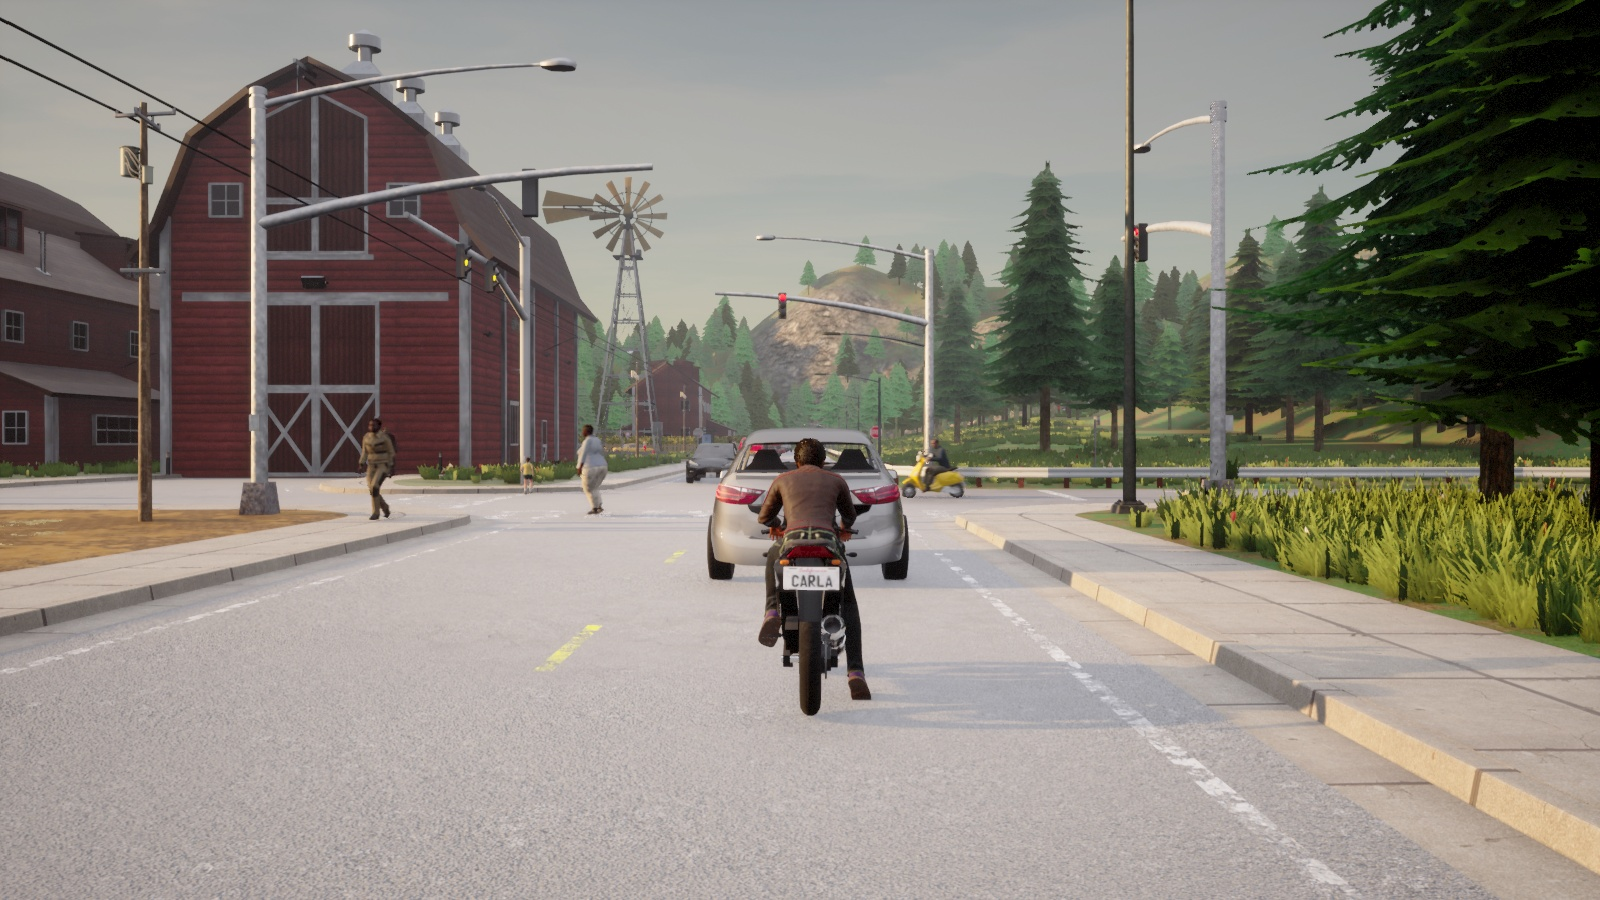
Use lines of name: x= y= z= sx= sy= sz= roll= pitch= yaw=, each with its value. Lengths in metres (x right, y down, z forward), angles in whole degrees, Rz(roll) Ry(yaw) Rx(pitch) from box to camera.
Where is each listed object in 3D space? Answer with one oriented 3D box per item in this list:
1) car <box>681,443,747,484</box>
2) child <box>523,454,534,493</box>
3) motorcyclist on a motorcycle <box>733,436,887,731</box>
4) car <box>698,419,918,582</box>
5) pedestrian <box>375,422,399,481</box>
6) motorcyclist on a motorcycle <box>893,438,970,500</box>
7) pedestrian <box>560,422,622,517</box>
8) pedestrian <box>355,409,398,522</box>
car: x=-3.211 y=0.473 z=47.878 sx=2.163 sy=1.488 sz=4.792 roll=0 pitch=0 yaw=0
child: x=-7.807 y=0.685 z=36.099 sx=0.255 sy=1.110 sz=0.394 roll=0 pitch=0 yaw=-3
motorcyclist on a motorcycle: x=0.058 y=0.686 z=7.516 sx=0.797 sy=1.523 sz=2.044 roll=0 pitch=0 yaw=0
car: x=0.100 y=0.505 z=15.143 sx=2.242 sy=1.667 sz=4.611 roll=0 pitch=0 yaw=1
pedestrian: x=-13.078 y=0.035 z=39.773 sx=0.634 sy=1.844 sz=0.899 roll=0 pitch=0 yaw=-24
motorcyclist on a motorcycle: x=3.466 y=0.500 z=33.164 sx=1.817 sy=1.590 sz=0.866 roll=0 pitch=2 yaw=-11
pedestrian: x=-4.190 y=0.380 z=25.247 sx=0.900 sy=1.855 sz=0.874 roll=0 pitch=0 yaw=24
pedestrian: x=-7.331 y=0.266 z=21.740 sx=0.396 sy=1.930 sz=0.692 roll=0 pitch=0 yaw=13
